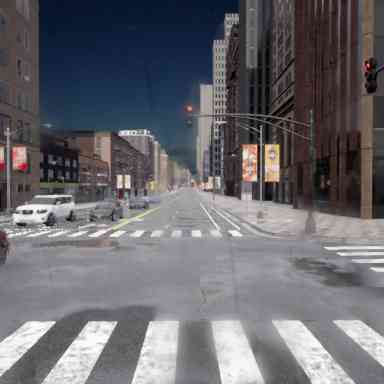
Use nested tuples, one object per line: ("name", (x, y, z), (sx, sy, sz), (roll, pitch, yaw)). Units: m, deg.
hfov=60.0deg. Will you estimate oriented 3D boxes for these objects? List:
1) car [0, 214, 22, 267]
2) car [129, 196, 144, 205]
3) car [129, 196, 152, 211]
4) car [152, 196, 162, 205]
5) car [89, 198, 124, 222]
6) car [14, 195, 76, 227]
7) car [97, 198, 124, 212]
("car", (-6.599, 1.524, 8.619), (1.812, 1.442, 4.674), (0, 0, 0))
("car", (-9.748, 1.509, 59.172), (1.837, 1.490, 4.892), (0, 0, 0))
("car", (-6.588, 1.569, 41.642), (1.994, 1.385, 4.181), (0, 0, 0))
("car", (-6.490, 1.520, 60.036), (1.882, 1.535, 5.008), (0, 0, 0))
("car", (-6.595, 1.508, 26.069), (1.837, 1.490, 4.892), (0, 0, 0))
("car", (-9.944, 1.224, 23.065), (2.150, 2.045, 5.566), (0, 0, 3))
("car", (-9.839, 1.498, 40.648), (2.128, 1.511, 4.902), (0, 0, 0))
